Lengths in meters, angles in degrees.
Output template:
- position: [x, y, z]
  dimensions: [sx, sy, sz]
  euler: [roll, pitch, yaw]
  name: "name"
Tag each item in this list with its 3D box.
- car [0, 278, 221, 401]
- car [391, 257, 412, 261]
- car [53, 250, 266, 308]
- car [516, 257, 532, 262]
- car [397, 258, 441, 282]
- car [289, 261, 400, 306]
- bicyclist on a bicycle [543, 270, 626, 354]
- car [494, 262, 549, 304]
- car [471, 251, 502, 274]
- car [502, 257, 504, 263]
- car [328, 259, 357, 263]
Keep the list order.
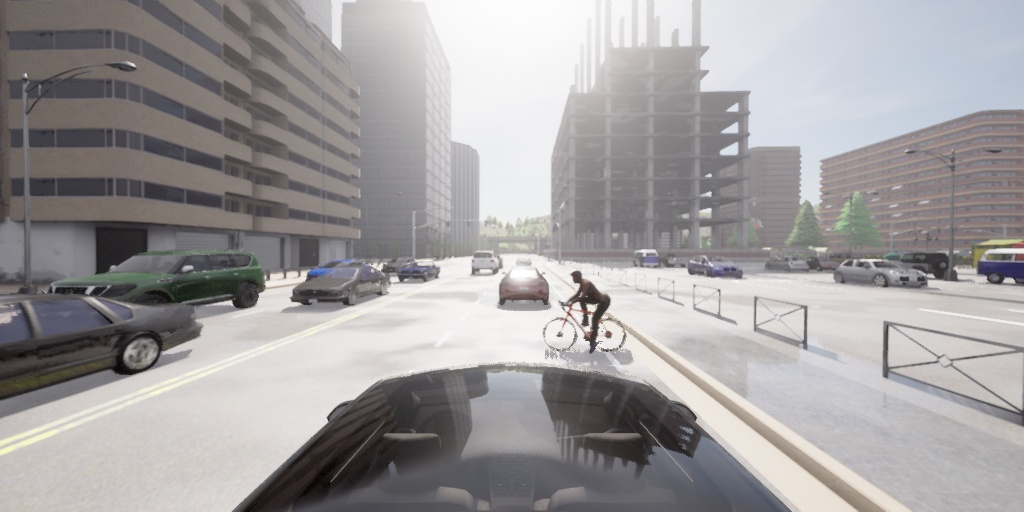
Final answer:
- position: [-7.042, 1.246, 4.617]
  dimensions: [2.033, 1.411, 5.357]
  euler: [0, 1, 2]
  name: "car"
- position: [-9.631, 0.851, 31.231]
  dimensions: [1.837, 1.490, 4.892]
  euler: [0, 1, 2]
  name: "car"
- position: [-10.333, 0.829, 11.089]
  dimensions: [2.150, 2.045, 5.566]
  euler: [0, 1, 2]
  name: "car"
- position: [1.406, 0.814, 42.941]
  dimensions: [1.895, 1.301, 4.718]
  euler: [0, 1, 2]
  name: "car"
- position: [-6.364, 1.035, 24.955]
  dimensions: [1.895, 1.301, 4.718]
  euler: [0, 1, 2]
  name: "car"
- position: [-6.707, 1.113, 14.868]
  dimensions: [2.033, 1.411, 5.357]
  euler: [0, 1, 2]
  name: "car"
- position: [1.438, 1.107, 7.114]
  dimensions: [1.656, 1.620, 0.582]
  euler: [0, 1, 2]
  name: "bicyclist on a bicycle"
- position: [0.505, 1.138, 15.268]
  dimensions: [1.994, 1.385, 4.181]
  euler: [0, 1, 2]
  name: "car"
- position: [-2.417, 0.558, 33.024]
  dimensions: [2.150, 2.045, 5.566]
  euler: [0, 1, 2]
  name: "car"
- position: [-2.105, 0.564, 42.602]
  dimensions: [2.097, 1.767, 4.553]
  euler: [0, 1, 2]
  name: "car"
- position: [-9.999, 0.955, 21.119]
  dimensions: [1.882, 1.535, 5.008]
  euler: [0, 1, 2]
  name: "car"
